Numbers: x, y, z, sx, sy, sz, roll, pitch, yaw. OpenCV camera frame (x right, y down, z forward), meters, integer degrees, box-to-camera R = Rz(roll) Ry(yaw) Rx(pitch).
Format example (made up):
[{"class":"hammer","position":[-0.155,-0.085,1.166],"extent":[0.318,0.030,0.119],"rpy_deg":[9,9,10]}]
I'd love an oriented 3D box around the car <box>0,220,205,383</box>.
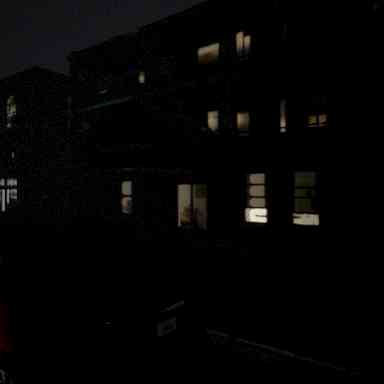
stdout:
[{"class":"car","position":[-2.173,1.307,4.427],"extent":[5.009,1.841,2.192],"rpy_deg":[0,0,36]}]

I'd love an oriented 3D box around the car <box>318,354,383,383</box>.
[{"class":"car","position":[2.337,1.443,1.209],"extent":[4.097,1.590,1.967],"rpy_deg":[0,0,36]}]
